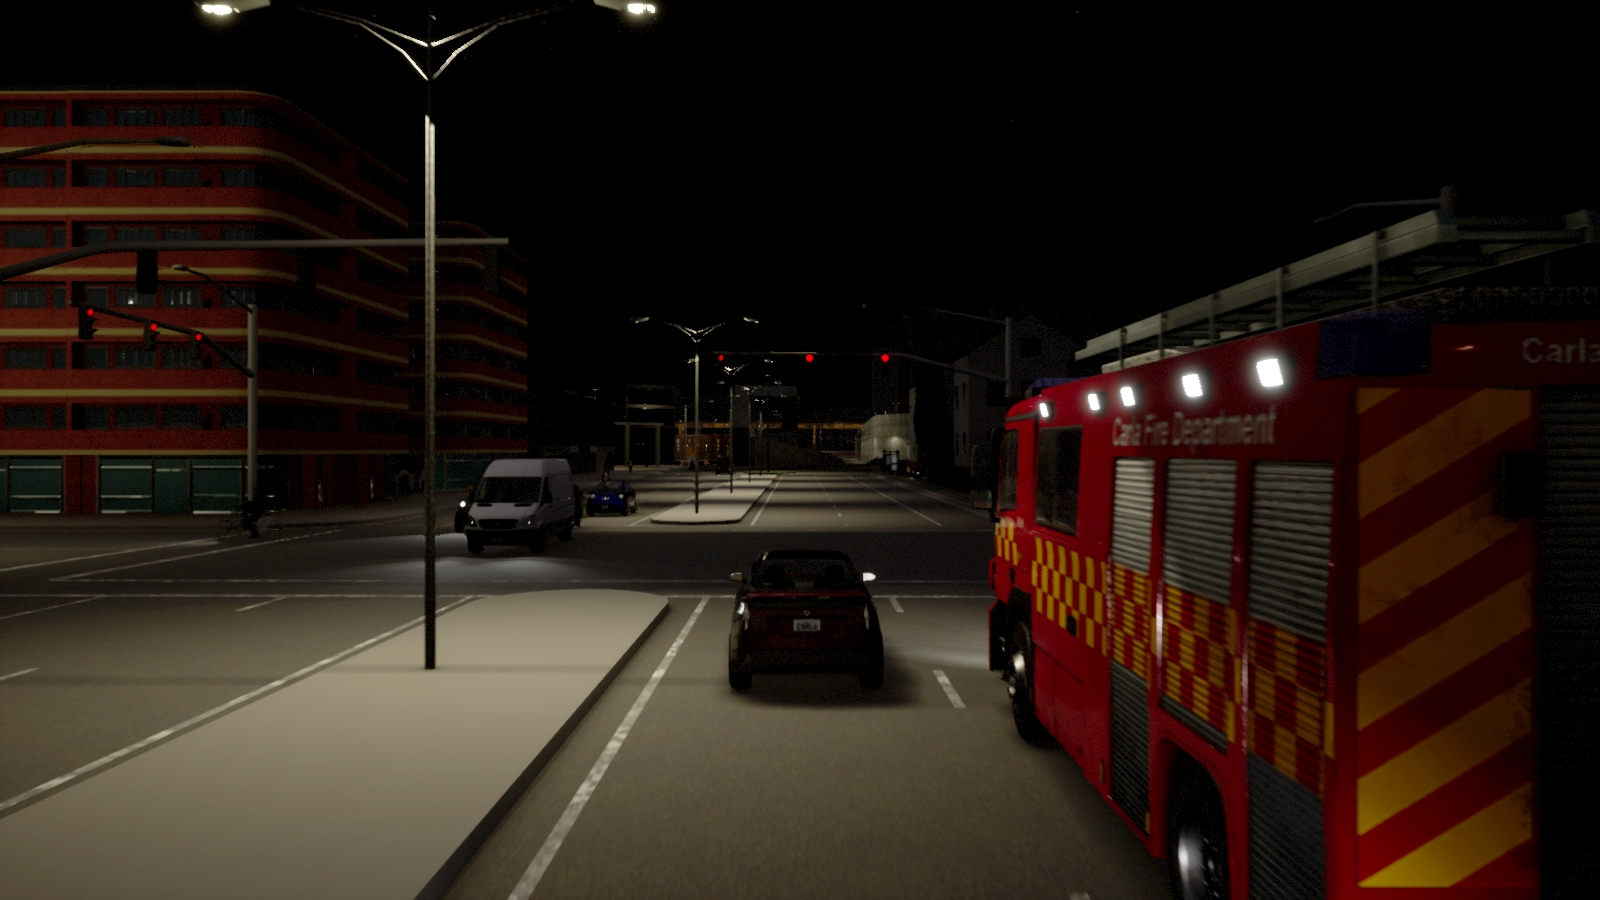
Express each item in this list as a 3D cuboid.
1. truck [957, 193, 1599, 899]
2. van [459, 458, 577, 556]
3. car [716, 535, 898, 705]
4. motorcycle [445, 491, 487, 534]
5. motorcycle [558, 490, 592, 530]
[{"bbox_3d":[3.233,0.890,8.789,2.891,3.827,8.468,0,0,0],"label":"truck"},{"bbox_3d":[-8.040,1.534,33.193,1.988,2.561,5.915,0,0,0],"label":"van"},{"bbox_3d":[0.050,2.039,14.827,2.007,1.525,4.514,0,0,-1],"label":"car"},{"bbox_3d":[-11.544,2.142,39.598,0.764,1.332,2.356,0,0,0],"label":"motorcycle"},{"bbox_3d":[-8.027,2.129,40.870,0.856,1.341,1.805,0,0,0],"label":"motorcycle"}]
